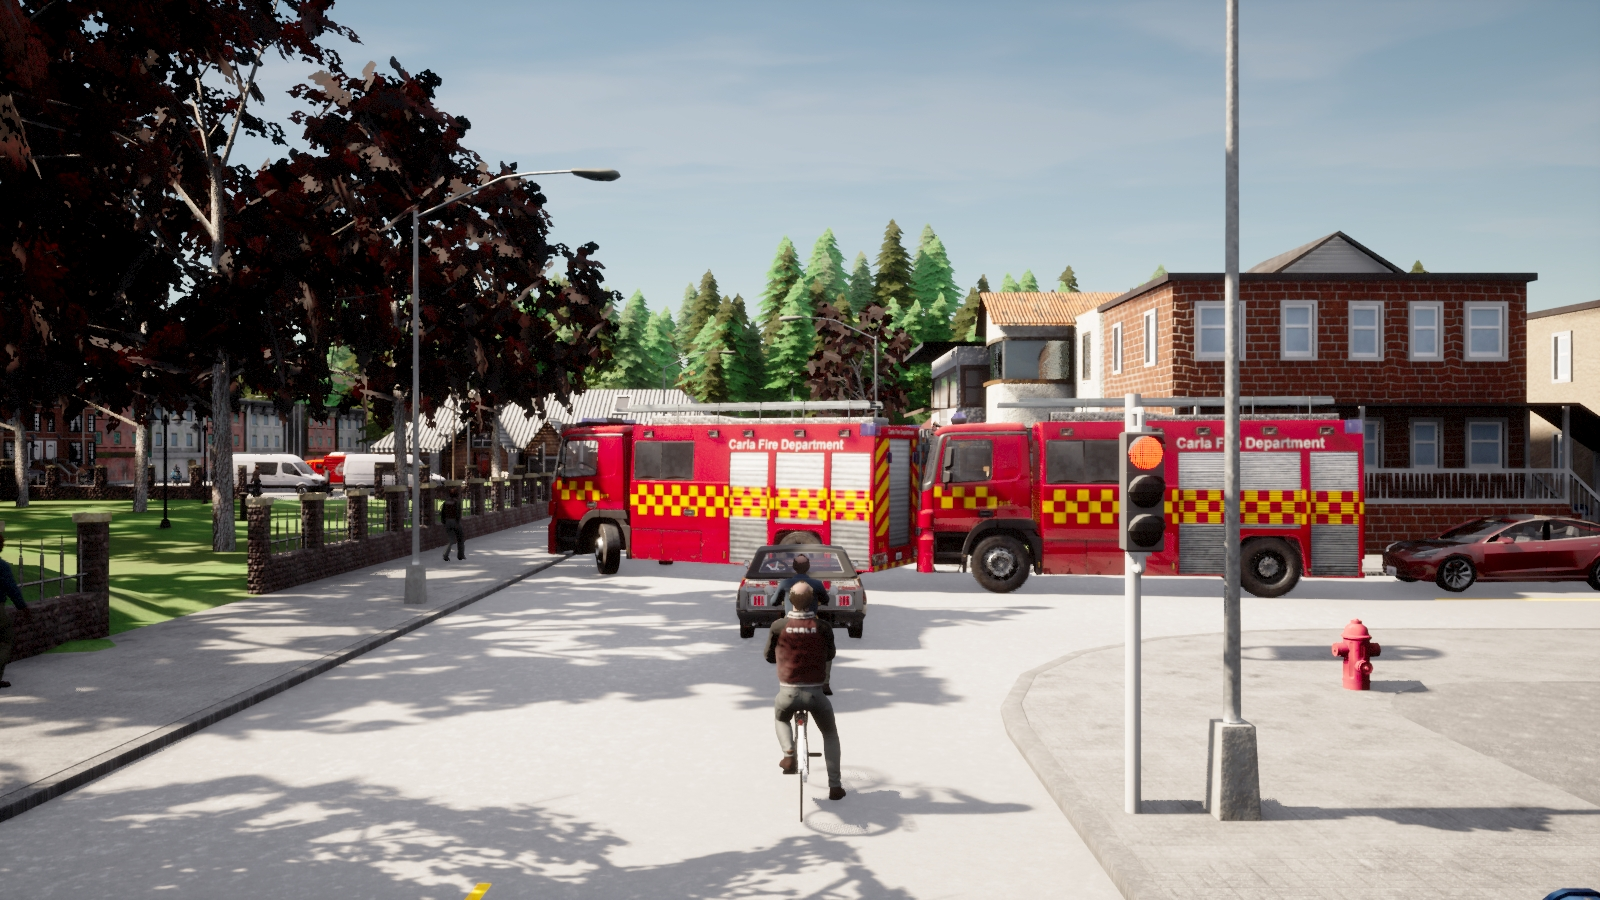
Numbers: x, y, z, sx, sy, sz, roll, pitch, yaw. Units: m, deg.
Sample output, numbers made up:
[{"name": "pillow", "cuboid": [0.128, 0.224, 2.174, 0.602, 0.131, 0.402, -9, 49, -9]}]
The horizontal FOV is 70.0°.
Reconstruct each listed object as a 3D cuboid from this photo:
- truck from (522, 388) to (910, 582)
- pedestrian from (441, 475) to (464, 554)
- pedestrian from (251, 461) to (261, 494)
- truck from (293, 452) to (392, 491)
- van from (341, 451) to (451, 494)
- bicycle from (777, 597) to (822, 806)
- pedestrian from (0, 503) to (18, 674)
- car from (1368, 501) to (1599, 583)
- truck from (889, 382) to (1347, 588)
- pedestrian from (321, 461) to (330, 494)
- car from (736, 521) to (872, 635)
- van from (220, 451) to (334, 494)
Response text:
[{"name": "truck", "cuboid": [-2.011, 0.672, 25.772, 8.468, 3.827, 2.891, 0, 0, 28]}, {"name": "pedestrian", "cuboid": [-8.255, 1.525, 27.159, 0.375, 1.860, 0.375, 0, 0, 15]}, {"name": "pedestrian", "cuboid": [-30.208, 1.523, 63.390, 0.375, 1.860, 0.375, 0, 0, 0]}, {"name": "truck", "cuboid": [-29.092, 1.345, 72.766, 5.204, 2.467, 2.627, 0, 0, 0]}, {"name": "van", "cuboid": [-24.299, 1.314, 68.785, 5.915, 2.561, 1.988, 0, 0, 1]}, {"name": "bicycle", "cuboid": [-0.005, 1.940, 9.200, 0.329, 1.271, 1.835, 0, 0, 0]}, {"name": "pedestrian", "cuboid": [-8.943, 1.525, 12.604, 0.375, 1.860, 0.375, 0, 0, 3]}, {"name": "car", "cuboid": [14.562, 1.843, 23.389, 4.792, 1.488, 2.163, 0, 0, 0]}, {"name": "truck", "cuboid": [6.156, 0.669, 23.238, 8.468, 3.827, 2.891, 0, 0, 9]}, {"name": "pedestrian", "cuboid": [-26.324, 1.525, 63.396, 0.375, 1.860, 0.375, 0, 0, 1]}, {"name": "car", "cuboid": [0.052, 1.935, 18.331, 1.895, 1.301, 4.718, 0, 0, 0]}, {"name": "van", "cuboid": [-31.465, 1.314, 68.839, 5.915, 2.561, 1.988, 0, 0, 1]}]
